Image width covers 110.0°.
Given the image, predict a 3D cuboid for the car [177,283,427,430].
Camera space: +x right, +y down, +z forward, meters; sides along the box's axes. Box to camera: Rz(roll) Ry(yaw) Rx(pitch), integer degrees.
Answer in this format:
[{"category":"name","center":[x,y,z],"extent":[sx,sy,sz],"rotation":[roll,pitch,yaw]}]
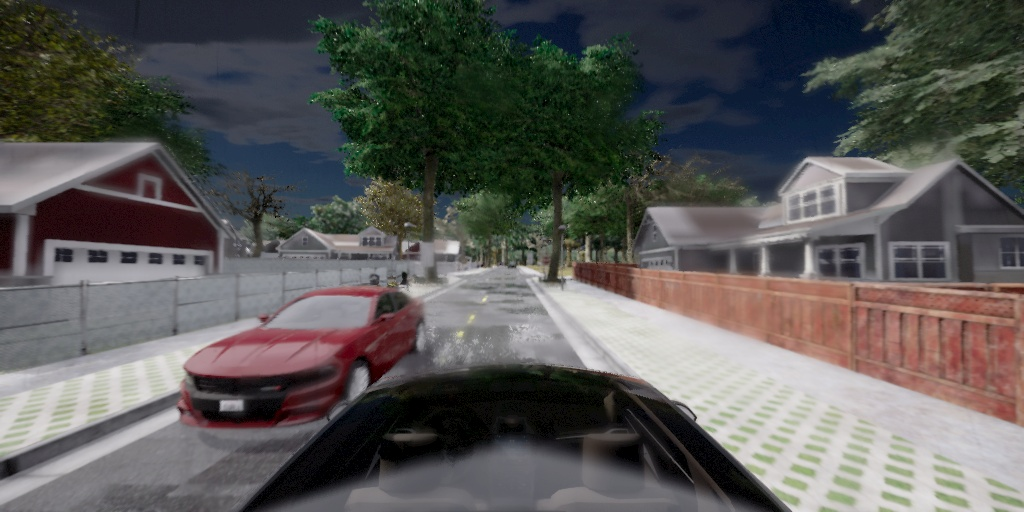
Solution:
[{"category":"car","center":[-2.849,1.281,6.148],"extent":[1.882,1.535,5.008],"rotation":[0,-1,0]}]
